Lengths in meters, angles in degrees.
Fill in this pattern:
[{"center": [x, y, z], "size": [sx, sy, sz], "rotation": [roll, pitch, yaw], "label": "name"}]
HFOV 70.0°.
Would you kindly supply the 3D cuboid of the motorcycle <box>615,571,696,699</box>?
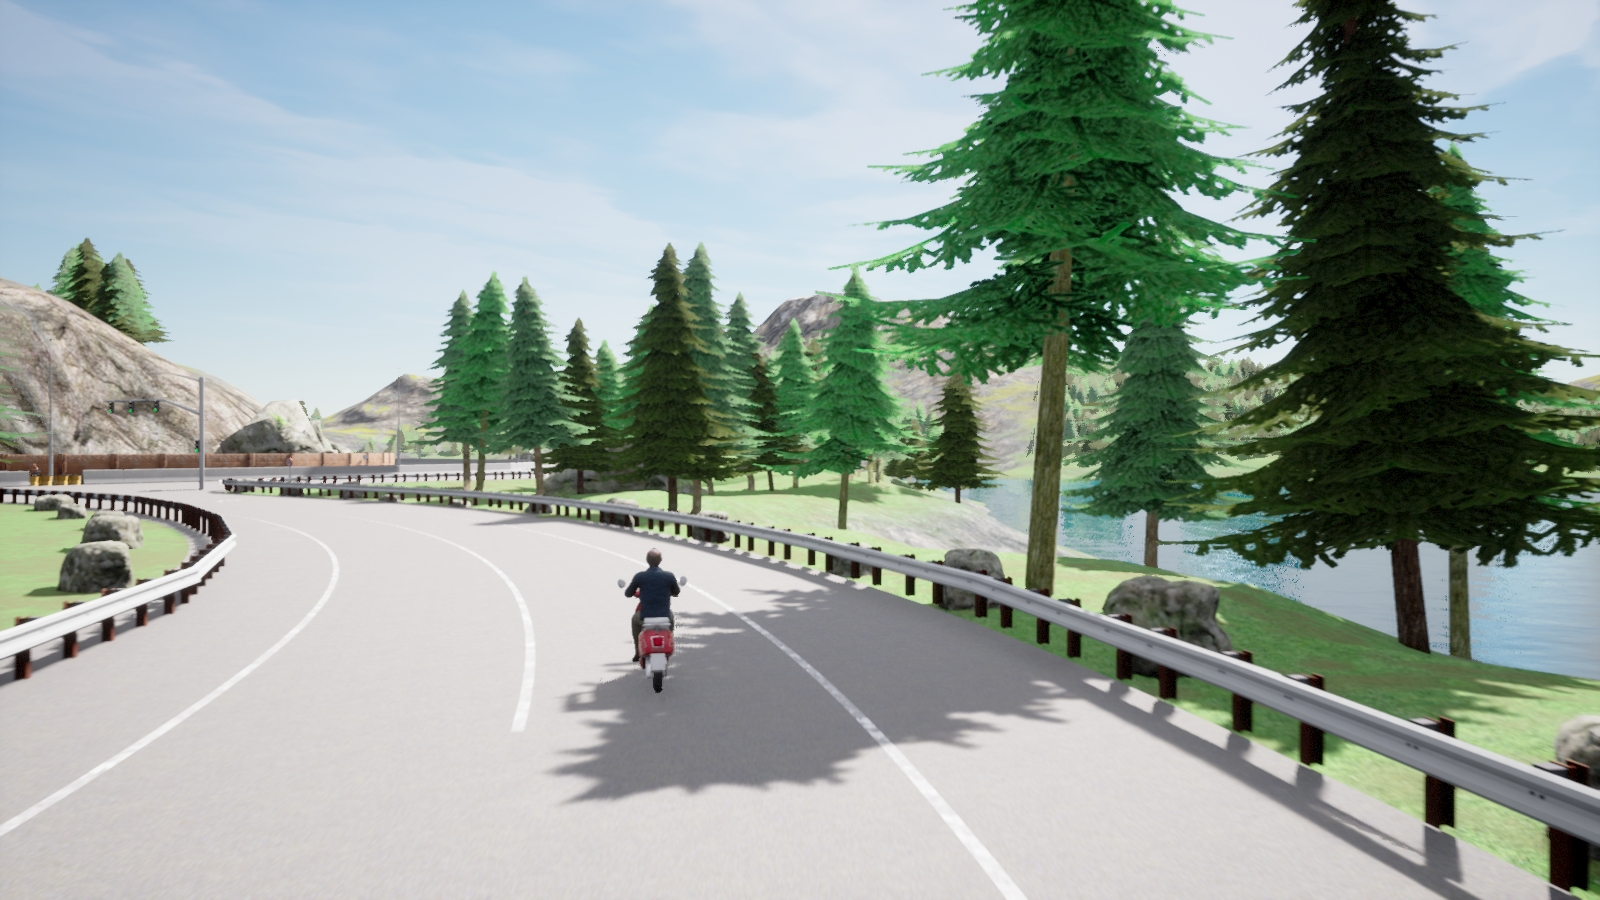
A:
[{"center": [-1.773, 2.182, 13.821], "size": [0.856, 1.236, 1.805], "rotation": [0, 0, -11], "label": "motorcycle"}]
